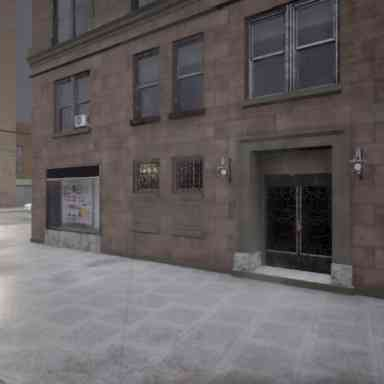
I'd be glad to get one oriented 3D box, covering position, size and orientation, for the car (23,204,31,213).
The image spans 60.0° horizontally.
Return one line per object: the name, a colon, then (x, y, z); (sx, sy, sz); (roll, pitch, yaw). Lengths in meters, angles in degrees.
car: (-15.648, 1.438, 35.818); (1.812, 1.442, 4.674); (0, 0, 35)
